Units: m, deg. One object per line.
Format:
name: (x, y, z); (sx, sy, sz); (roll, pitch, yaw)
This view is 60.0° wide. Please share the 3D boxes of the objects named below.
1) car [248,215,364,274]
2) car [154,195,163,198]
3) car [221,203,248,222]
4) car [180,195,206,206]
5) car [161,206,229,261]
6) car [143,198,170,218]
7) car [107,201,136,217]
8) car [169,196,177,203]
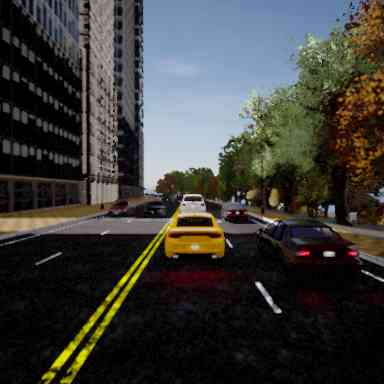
car: (3.345, 1.563, 10.613); (2.033, 1.411, 5.357); (0, 0, 0)
car: (-7.416, 1.404, 73.070); (2.097, 1.767, 4.553); (0, 0, -2)
car: (3.352, 1.580, 27.014); (2.033, 1.411, 5.357); (0, 0, 0)
car: (0.102, 1.257, 30.844); (2.150, 2.045, 5.566); (0, 0, 0)
car: (0.096, 1.495, 12.378); (1.882, 1.535, 5.008); (0, 0, 0)
car: (-3.349, 1.541, 30.699); (1.837, 1.490, 4.892); (0, 0, 0)
car: (-6.600, 1.563, 31.462); (1.812, 1.442, 4.674); (0, 0, 0)
car: (-4.113, 1.548, 71.953); (2.128, 1.511, 4.902); (0, 0, -2)
